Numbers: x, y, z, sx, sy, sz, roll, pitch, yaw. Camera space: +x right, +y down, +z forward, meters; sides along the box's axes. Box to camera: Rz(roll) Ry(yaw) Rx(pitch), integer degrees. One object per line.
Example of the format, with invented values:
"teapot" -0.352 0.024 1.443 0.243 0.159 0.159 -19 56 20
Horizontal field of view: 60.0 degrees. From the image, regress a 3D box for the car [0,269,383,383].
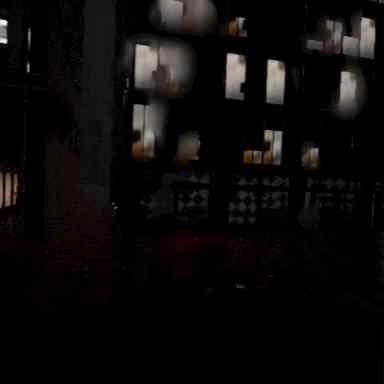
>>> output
"car" 0.383 1.465 2.993 4.507 1.381 1.887 1 2 -16
